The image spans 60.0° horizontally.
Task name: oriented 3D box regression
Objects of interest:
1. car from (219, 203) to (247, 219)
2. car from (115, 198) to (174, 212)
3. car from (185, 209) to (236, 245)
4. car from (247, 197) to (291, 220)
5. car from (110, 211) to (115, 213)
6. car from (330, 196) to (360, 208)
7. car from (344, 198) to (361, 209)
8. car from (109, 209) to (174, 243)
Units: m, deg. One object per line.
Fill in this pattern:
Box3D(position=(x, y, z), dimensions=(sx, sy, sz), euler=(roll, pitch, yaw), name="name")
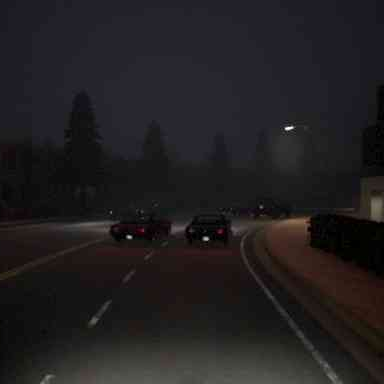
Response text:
Box3D(position=(4.405, 1.804, 33.389), dimensions=(2.128, 1.511, 4.902), euler=(-1, -1, 33), name="car")
Box3D(position=(-3.406, 1.473, 26.763), dimensions=(2.150, 2.045, 5.566), euler=(0, -1, 23), name="car")
Box3D(position=(1.009, 1.757, 16.666), dimensions=(1.895, 1.301, 4.718), euler=(0, -1, 10), name="car")
Box3D(position=(7.857, 1.525, 32.436), dimensions=(2.150, 2.045, 5.566), euler=(-1, -1, 35), name="car")
Box3D(position=(-5.464, 1.888, 30.660), dimensions=(1.895, 1.301, 4.718), euler=(0, -1, 26), name="car")
Box3D(position=(26.702, 1.761, 57.720), dimensions=(5.566, 2.045, 2.150), euler=(0, -1, -16), name="car")
Box3D(position=(27.708, 2.072, 54.298), dimensions=(4.181, 1.385, 1.994), euler=(0, -1, -15), name="car")
Box3D(position=(-2.429, 1.763, 17.228), dimensions=(1.895, 1.301, 4.718), euler=(0, -1, 10), name="car")
